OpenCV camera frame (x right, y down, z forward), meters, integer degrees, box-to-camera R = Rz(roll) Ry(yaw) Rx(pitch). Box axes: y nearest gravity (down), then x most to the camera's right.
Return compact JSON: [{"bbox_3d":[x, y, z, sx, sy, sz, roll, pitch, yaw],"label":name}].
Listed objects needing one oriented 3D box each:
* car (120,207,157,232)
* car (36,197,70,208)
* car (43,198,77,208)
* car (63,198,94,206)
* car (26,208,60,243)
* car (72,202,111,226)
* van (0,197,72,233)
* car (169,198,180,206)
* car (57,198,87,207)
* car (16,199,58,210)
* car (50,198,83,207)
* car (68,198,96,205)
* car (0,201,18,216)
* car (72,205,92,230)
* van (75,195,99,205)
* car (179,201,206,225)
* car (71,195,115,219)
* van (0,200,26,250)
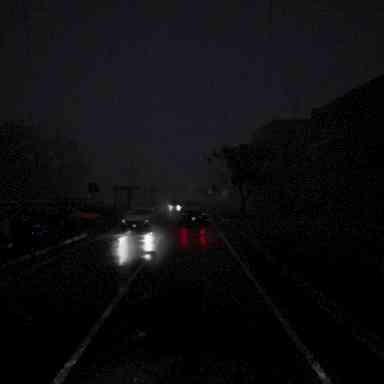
[{"bbox_3d":[-3.337,1.696,21.567,1.812,1.442,4.674,0,0,0],"label":"car"},{"bbox_3d":[-22.103,1.693,53.012,4.553,1.767,2.185,0,0,0],"label":"car"},{"bbox_3d":[-22.080,1.833,55.787,5.008,1.535,2.097,0,0,0],"label":"car"},{"bbox_3d":[-21.894,1.876,64.111,5.366,1.575,1.946,0,0,0],"label":"car"},{"bbox_3d":[-8.957,1.628,14.923,5.008,1.535,2.097,0,0,0],"label":"car"},{"bbox_3d":[-8.783,1.667,23.332,5.366,1.575,1.946,0,0,0],"label":"car"},{"bbox_3d":[-9.081,1.416,17.727,4.442,1.987,1.878,0,0,0],"label":"van"},{"bbox_3d":[-3.233,1.848,62.876,1.895,1.301,4.718,0,0,0],"label":"car"},{"bbox_3d":[-22.107,1.893,61.336,4.792,1.488,2.163,0,0,0],"label":"car"},{"bbox_3d":[-22.062,1.789,47.460,5.008,1.535,2.097,0,0,0],"label":"car"},{"bbox_3d":[-22.070,1.849,58.562,4.892,1.521,2.231,0,0,0],"label":"car"},{"bbox_3d":[-22.112,1.924,66.888,4.792,1.488,2.163,0,0,0],"label":"car"},{"bbox_3d":[-22.029,1.763,36.358,4.792,1.488,2.163,0,0,0],"label":"car"},{"bbox_3d":[-8.969,1.696,20.529,4.674,1.452,2.002,0,0,0],"label":"car"},{"bbox_3d":[-21.968,1.685,69.663,4.442,1.987,1.878,0,0,0],"label":"van"},{"bbox_3d":[0.115,1.723,25.986,1.812,1.442,4.674,0,0,0],"label":"car"},{"bbox_3d":[-8.942,1.432,26.137,5.566,2.045,2.435,0,0,0],"label":"car"},{"bbox_3d":[-8.843,1.388,12.117,4.442,1.987,1.878,0,0,0],"label":"van"}]
